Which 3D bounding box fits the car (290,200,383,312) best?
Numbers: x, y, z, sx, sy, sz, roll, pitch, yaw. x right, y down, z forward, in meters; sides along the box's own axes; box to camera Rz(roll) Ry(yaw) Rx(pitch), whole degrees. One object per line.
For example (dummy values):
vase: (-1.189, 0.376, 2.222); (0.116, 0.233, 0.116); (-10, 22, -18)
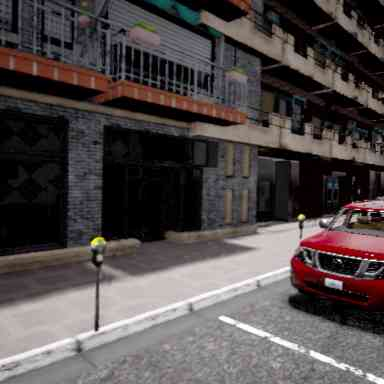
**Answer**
car: (4.095, 1.144, 7.119); (5.009, 1.841, 2.192); (-1, 3, -44)
